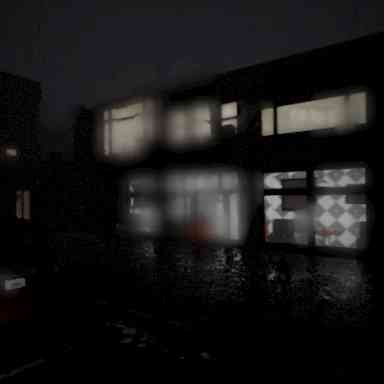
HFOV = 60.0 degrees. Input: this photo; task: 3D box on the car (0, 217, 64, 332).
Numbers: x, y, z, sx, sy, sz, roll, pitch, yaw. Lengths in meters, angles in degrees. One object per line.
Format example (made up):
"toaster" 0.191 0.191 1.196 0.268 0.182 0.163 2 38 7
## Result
"car" -4.389 1.385 6.020 5.009 1.841 2.192 -1 -1 36
